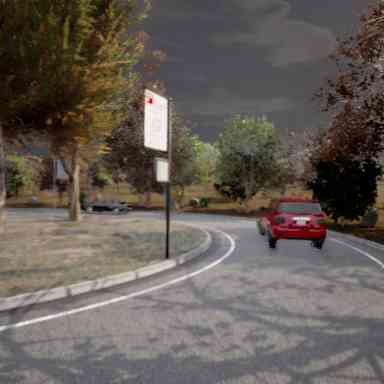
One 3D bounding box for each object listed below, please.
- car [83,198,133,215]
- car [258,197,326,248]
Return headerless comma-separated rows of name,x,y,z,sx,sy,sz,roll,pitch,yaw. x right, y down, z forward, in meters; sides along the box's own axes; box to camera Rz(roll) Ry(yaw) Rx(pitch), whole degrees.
car,-8.082,1.324,32.009,4.902,1.511,2.128,1,0,17
car,4.435,1.271,15.367,2.150,2.045,5.566,2,0,6
